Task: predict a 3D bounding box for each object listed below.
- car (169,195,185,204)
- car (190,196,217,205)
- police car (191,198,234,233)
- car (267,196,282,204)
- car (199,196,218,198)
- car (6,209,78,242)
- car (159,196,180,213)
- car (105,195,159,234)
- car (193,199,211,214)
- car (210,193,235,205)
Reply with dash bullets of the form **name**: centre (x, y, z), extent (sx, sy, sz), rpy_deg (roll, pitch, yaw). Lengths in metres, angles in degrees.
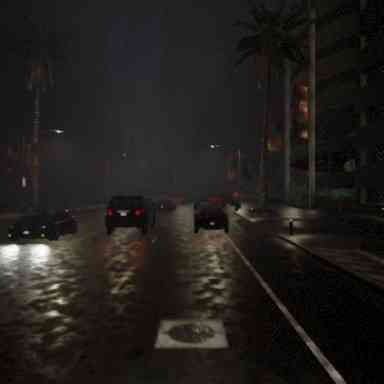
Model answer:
- **car**: centre (-3.222, 1.277, 56.929), extent (2.097, 1.767, 4.553), rpy_deg (0, 0, 33)
- **car**: centre (2.109, 1.470, 58.649), extent (2.033, 1.411, 5.357), rpy_deg (0, 0, 38)
- **police car**: centre (1.044, 1.400, 19.552), extent (1.930, 1.638, 5.238), rpy_deg (0, 0, 0)
- **car**: centre (14.285, 1.398, 60.617), extent (5.008, 1.535, 1.882), rpy_deg (0, 0, -35)
- **car**: centre (1.041, 1.439, 29.442), extent (1.882, 1.535, 5.008), rpy_deg (0, 0, 0)
- **car**: centre (-7.091, 1.543, 16.191), extent (1.994, 1.385, 4.181), rpy_deg (0, 0, 0)
- **car**: centre (-2.927, 1.515, 36.944), extent (1.994, 1.385, 4.181), rpy_deg (0, 0, 6)
- **car**: centre (-3.406, 1.196, 19.203), extent (2.150, 2.045, 5.566), rpy_deg (0, 0, 0)
- **car**: centre (1.114, 1.480, 35.018), extent (1.812, 1.442, 4.674), rpy_deg (0, 0, 4)
- **car**: centre (4.479, 1.156, 49.936), extent (2.150, 2.045, 5.566), rpy_deg (0, 0, 33)
